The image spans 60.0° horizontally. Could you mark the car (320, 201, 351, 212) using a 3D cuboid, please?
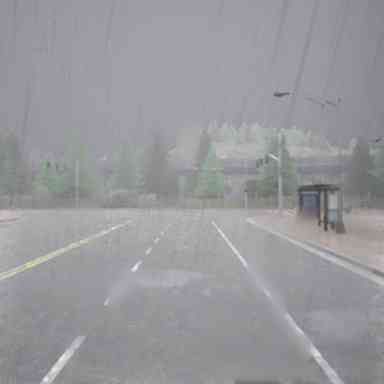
[{"bbox_3d":[14.848,1.606,36.500,5.008,1.535,1.882,0,-1,1],"label":"car"}]
